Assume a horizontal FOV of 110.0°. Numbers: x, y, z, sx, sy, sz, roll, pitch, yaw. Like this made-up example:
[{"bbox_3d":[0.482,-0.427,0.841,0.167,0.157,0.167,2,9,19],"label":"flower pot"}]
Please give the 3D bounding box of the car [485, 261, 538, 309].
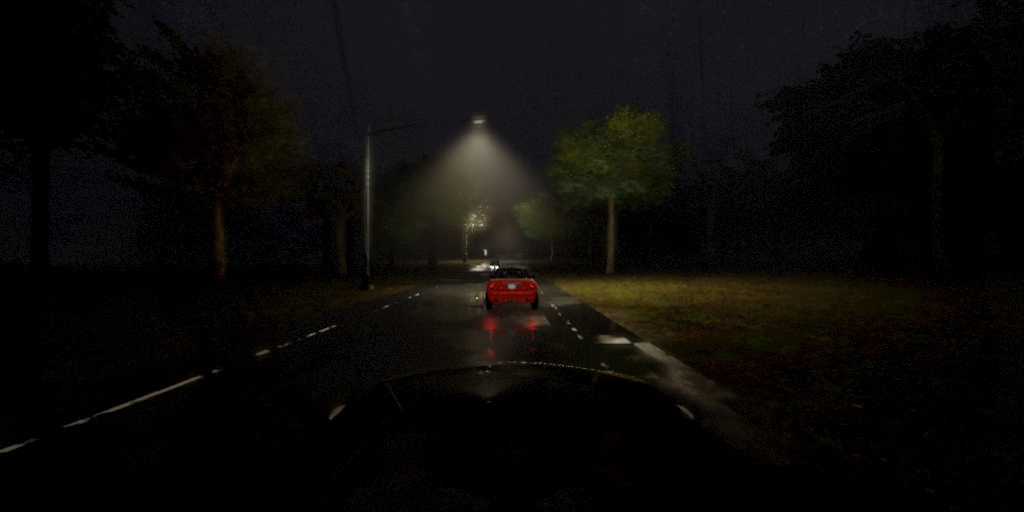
[{"bbox_3d":[0.000,1.219,15.912,2.097,1.767,4.553,0,-1,0],"label":"car"}]
